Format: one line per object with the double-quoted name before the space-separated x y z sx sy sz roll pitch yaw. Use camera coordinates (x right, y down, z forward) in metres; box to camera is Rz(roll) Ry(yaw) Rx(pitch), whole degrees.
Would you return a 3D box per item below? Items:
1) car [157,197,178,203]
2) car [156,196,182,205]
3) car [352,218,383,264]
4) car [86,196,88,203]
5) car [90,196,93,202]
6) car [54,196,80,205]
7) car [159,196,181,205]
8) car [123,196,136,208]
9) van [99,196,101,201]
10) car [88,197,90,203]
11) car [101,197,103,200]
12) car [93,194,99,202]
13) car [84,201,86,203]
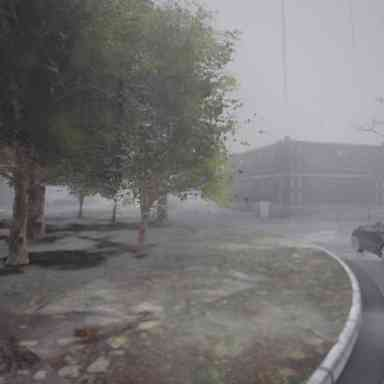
"car" -6.097 1.928 81.515 5.008 1.535 2.097 0 0 -7
"car" -4.196 1.980 64.939 4.792 1.488 2.163 0 0 -7
"car" 7.227 1.660 11.757 2.128 1.511 4.902 0 0 9
"car" -25.034 1.826 69.911 4.674 1.452 2.002 0 0 -7
"car" -25.684 1.778 75.393 4.892 1.521 2.231 0 0 -7
"car" -24.363 1.663 64.434 4.553 1.767 2.185 0 0 -7
"car" -4.762 1.834 70.346 4.553 1.767 2.185 0 0 -7
"car" -10.859 1.621 58.028 2.150 2.045 5.566 0 0 -8
"van" -26.841 1.513 86.360 4.442 1.987 1.878 0 0 -7
"car" -25.325 1.658 72.654 4.553 1.767 2.185 0 0 -7
"car" -27.285 1.729 89.086 5.008 1.535 2.097 0 0 -7
"car" -26.344 1.506 80.866 5.566 2.045 2.435 0 0 -7
"car" -24.721 1.789 67.173 5.008 1.535 2.097 0 0 -7
